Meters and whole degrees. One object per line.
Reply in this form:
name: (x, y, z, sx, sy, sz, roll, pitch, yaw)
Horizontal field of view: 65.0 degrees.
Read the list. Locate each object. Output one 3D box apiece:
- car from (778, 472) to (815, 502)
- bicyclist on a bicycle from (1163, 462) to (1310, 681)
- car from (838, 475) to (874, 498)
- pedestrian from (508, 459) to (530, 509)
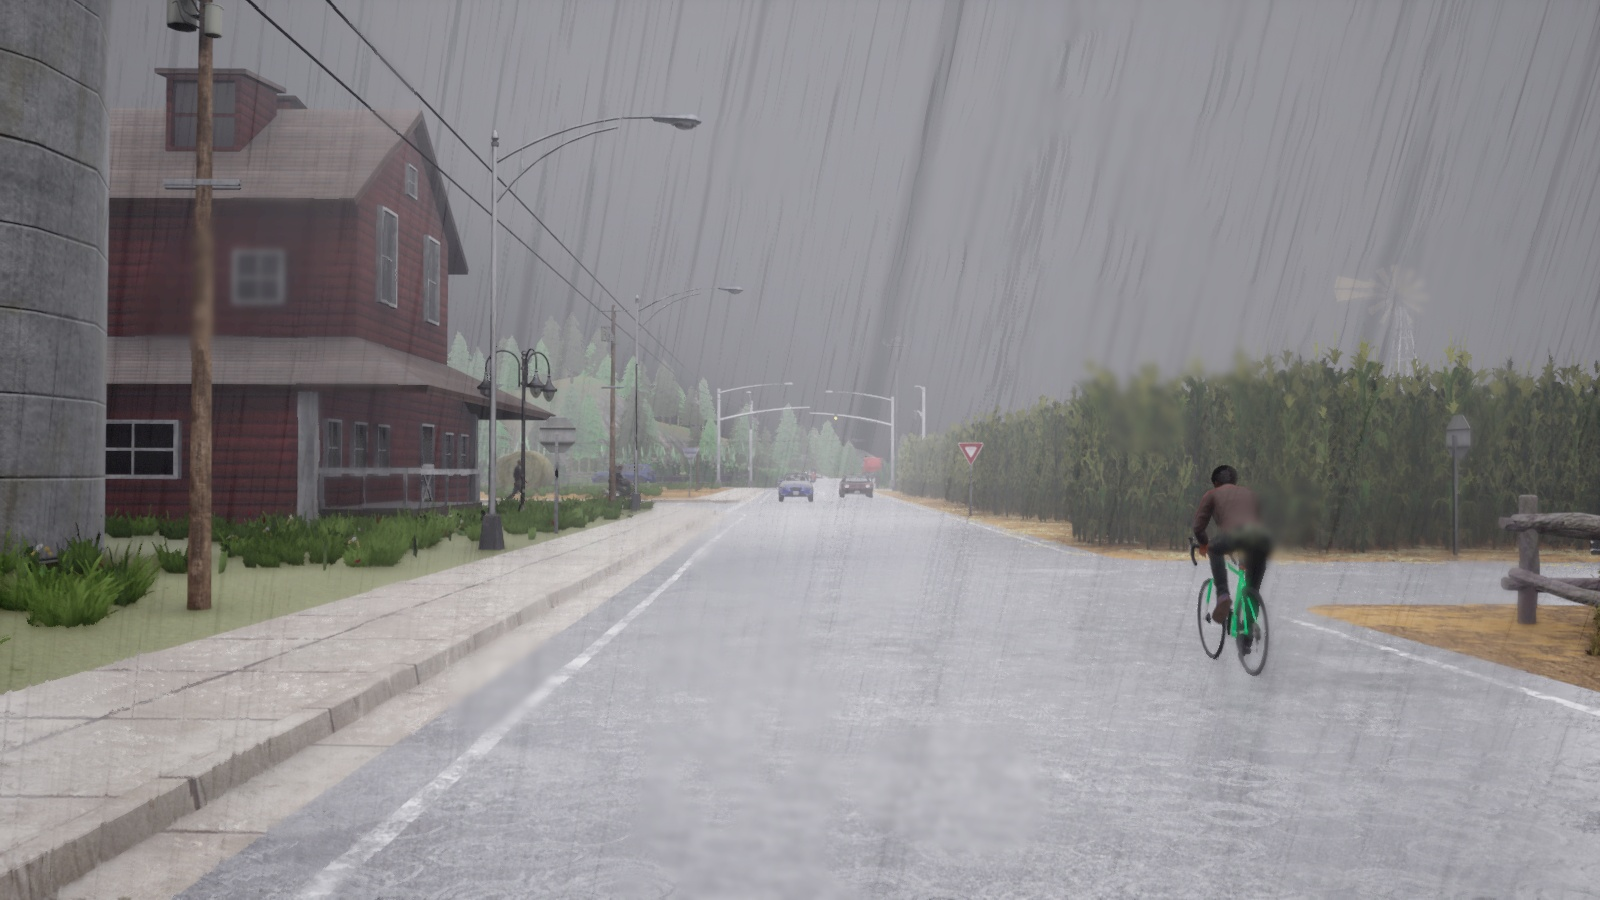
car: (-0.191, 1.877, 64.125, 1.816, 1.474, 4.193, 0, -1, 0)
bicyclist on a bicycle: (3.468, 0.919, 10.124, 0.582, 1.620, 1.656, 0, -1, 0)
car: (3.281, 2.111, 73.953, 1.895, 1.301, 4.718, 0, -1, 0)
pedestrian: (-10.332, 1.246, 46.213, 0.720, 1.854, 0.376, 0, -1, -3)
